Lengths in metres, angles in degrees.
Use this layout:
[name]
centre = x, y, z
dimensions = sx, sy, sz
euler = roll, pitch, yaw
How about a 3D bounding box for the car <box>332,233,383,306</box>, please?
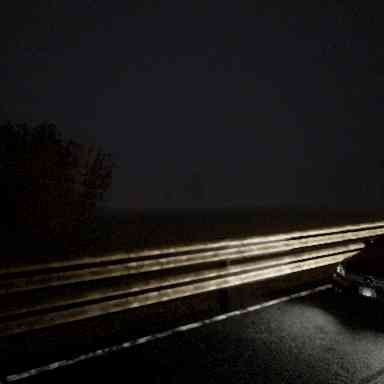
[car]
centre = 4.997, 1.498, 7.235
dimensions = 4.674, 1.442, 1.812
euler = 0, 0, -35
